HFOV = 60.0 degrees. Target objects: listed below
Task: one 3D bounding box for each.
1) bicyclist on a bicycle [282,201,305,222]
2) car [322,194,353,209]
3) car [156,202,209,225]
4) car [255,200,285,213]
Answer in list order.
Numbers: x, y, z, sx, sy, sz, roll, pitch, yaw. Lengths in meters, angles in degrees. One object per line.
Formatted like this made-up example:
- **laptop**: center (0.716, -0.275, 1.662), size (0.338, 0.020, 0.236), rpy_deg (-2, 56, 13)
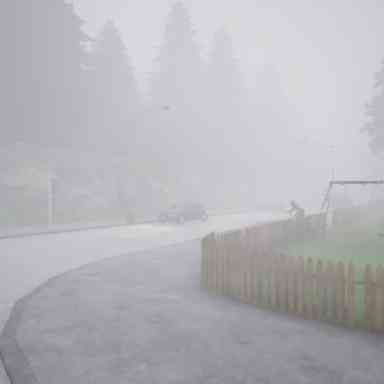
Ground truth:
- **bicyclist on a bicycle**: center (6.063, 1.352, 19.562), size (1.656, 1.620, 0.582), rpy_deg (0, 0, 36)
- **car**: center (19.646, 1.229, 44.865), size (5.566, 2.045, 2.150), rpy_deg (-1, 0, -43)
- **car**: center (-0.596, 1.515, 24.684), size (1.837, 1.490, 4.892), rpy_deg (0, 0, 36)
- **car**: center (8.922, 1.610, 37.959), size (1.895, 1.301, 4.718), rpy_deg (0, 0, 36)
